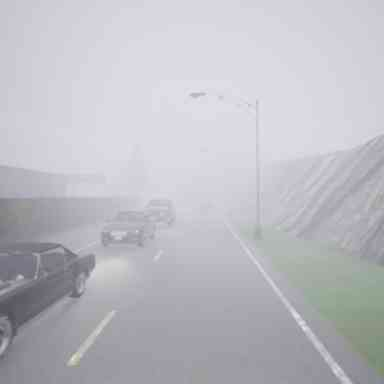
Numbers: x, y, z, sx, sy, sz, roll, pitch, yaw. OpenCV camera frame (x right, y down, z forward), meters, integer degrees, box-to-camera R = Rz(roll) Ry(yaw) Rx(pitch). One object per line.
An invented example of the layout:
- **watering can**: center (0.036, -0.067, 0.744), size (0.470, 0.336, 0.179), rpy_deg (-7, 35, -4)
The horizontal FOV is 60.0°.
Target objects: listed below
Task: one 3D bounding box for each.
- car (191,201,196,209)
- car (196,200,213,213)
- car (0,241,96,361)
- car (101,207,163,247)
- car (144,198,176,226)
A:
- **car**: center (1.074, 2.186, 57.468), size (1.882, 1.535, 5.008), rpy_deg (0, -1, -8)
- **car**: center (1.923, 2.124, 46.625), size (2.033, 1.411, 5.357), rpy_deg (0, -1, 1)
- **car**: center (-3.401, 1.672, 6.066), size (1.895, 1.301, 4.718), rpy_deg (0, -1, 2)
- **car**: center (-2.965, 1.689, 16.279), size (2.128, 1.511, 4.902), rpy_deg (0, -1, 2)
- **car**: center (-2.512, 1.547, 26.630), size (2.150, 2.045, 5.566), rpy_deg (0, -1, 3)
